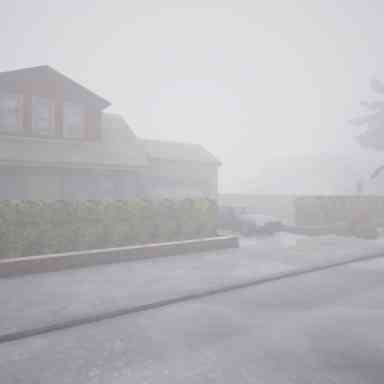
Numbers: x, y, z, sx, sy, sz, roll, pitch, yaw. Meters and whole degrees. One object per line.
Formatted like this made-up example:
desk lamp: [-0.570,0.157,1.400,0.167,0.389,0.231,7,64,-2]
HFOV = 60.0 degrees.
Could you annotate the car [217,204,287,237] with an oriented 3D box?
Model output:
car: [2.235,1.356,16.975,2.033,1.415,5.357,0,0,-33]
